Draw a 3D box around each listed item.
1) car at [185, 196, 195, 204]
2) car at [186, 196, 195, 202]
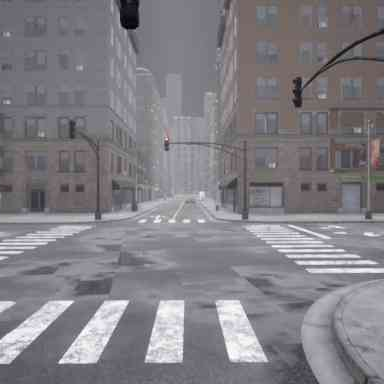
[{"bbox_3d":[-0.313,1.650,63.756,1.895,1.301,4.718,0,0,0],"label":"car"},{"bbox_3d":[-0.383,1.484,73.761,1.895,1.301,4.718,0,0,0],"label":"car"}]
